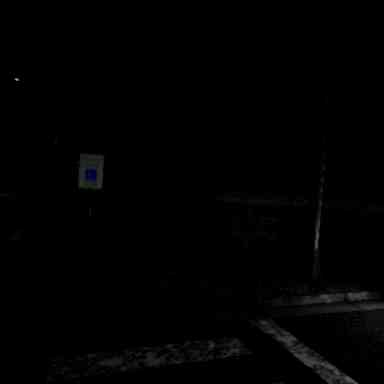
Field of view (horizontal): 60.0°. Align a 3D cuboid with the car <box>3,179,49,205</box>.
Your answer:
[{"bbox_3d":[-11.494,0.170,23.230,1.967,1.590,4.097,4,1,-19],"label":"car"}]

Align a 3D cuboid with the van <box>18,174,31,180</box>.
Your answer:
[{"bbox_3d":[-38.948,-3.271,76.750,1.690,1.788,3.998,4,1,-19],"label":"van"}]

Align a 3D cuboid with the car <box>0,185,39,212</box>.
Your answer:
[{"bbox_3d":[-9.739,0.560,18.114,1.802,1.307,4.206,4,1,-19],"label":"car"}]

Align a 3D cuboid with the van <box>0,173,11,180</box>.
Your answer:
[{"bbox_3d":[-31.886,-2.251,56.277,1.690,1.788,3.998,4,1,-19],"label":"van"}]

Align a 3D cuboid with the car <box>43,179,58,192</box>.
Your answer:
[{"bbox_3d":[-16.800,-0.476,38.588,1.887,1.381,4.507,4,1,-19],"label":"car"}]

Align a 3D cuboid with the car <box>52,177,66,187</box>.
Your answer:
[{"bbox_3d":[-25.610,-1.971,64.175,2.192,1.841,5.009,4,1,-19],"label":"car"}]

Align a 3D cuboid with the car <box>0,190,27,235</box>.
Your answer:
[{"bbox_3d":[-7.972,0.791,12.996,1.947,1.339,4.313,4,1,-19],"label":"car"}]

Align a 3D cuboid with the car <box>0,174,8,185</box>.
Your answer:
[{"bbox_3d":[-22.514,-0.958,37.329,1.882,1.535,5.008,4,1,-19],"label":"car"}]

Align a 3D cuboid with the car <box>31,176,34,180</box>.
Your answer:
[{"bbox_3d":[-40.673,-3.337,81.712,1.752,1.417,4.829,4,1,-19],"label":"car"}]

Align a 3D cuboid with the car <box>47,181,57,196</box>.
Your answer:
[{"bbox_3d":[-15.037,-0.188,33.470,1.802,1.307,4.206,4,1,-19],"label":"car"}]

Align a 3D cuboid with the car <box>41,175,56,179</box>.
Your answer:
[{"bbox_3d":[-20.313,-1.210,48.820,2.192,1.841,5.009,4,1,-19],"label":"car"}]

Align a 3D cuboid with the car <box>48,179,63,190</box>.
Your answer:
[{"bbox_3d":[-22.151,-1.262,54.104,1.752,1.417,4.829,4,1,-19],"label":"car"}]
